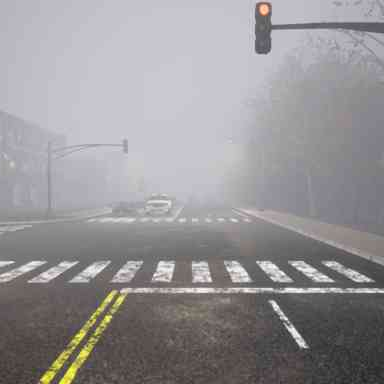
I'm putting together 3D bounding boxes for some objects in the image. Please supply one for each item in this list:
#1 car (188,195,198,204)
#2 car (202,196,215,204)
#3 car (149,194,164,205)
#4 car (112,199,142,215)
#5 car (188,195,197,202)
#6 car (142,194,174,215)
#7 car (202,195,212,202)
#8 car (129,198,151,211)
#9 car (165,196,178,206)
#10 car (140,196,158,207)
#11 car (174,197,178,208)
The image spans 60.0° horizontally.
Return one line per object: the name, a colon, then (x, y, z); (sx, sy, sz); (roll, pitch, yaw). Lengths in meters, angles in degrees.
car: (0.172, 1.467, 64.707); (2.128, 1.511, 4.902); (0, 0, 0)
car: (3.423, 1.576, 64.722); (1.895, 1.301, 4.718); (0, 0, 0)
car: (-6.493, 1.329, 61.178); (2.097, 1.767, 4.553); (0, 0, 0)
car: (-6.557, 1.591, 33.142); (1.895, 1.301, 4.718); (0, 0, 0)
car: (0.087, 1.447, 75.017); (1.882, 1.535, 5.008); (0, 0, 0)
car: (-3.304, 1.211, 33.735); (2.150, 2.045, 5.566); (0, 0, 0)
car: (3.335, 1.510, 74.740); (2.033, 1.411, 5.357); (0, 0, 0)
car: (-6.537, 1.550, 42.070); (1.994, 1.385, 4.181); (0, 0, 1)
car: (-3.277, 1.485, 53.940); (1.837, 1.490, 4.892); (0, 0, 0)
car: (-6.530, 1.473, 51.124); (2.128, 1.511, 4.902); (0, 0, 0)
car: (-3.291, 1.586, 43.791); (1.895, 1.301, 4.718); (0, 0, 1)
